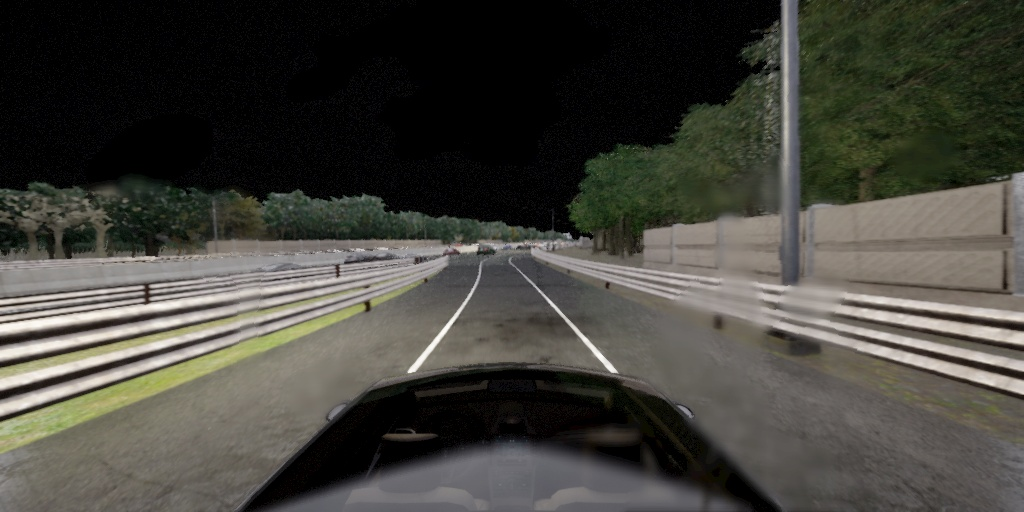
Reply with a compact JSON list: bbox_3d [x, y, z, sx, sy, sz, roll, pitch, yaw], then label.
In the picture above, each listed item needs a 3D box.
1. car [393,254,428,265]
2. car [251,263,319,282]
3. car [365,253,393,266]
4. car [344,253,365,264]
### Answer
[{"bbox_3d":[-11.606,0.442,42.296,1.994,1.385,4.181,0,3,15],"label":"car"},{"bbox_3d":[-16.112,1.207,25.676,1.812,1.442,4.674,0,3,15],"label":"car"},{"bbox_3d":[-14.982,0.349,43.217,1.882,1.535,5.008,0,3,15],"label":"car"},{"bbox_3d":[-18.362,0.356,44.129,2.128,1.511,4.902,0,3,15],"label":"car"}]
